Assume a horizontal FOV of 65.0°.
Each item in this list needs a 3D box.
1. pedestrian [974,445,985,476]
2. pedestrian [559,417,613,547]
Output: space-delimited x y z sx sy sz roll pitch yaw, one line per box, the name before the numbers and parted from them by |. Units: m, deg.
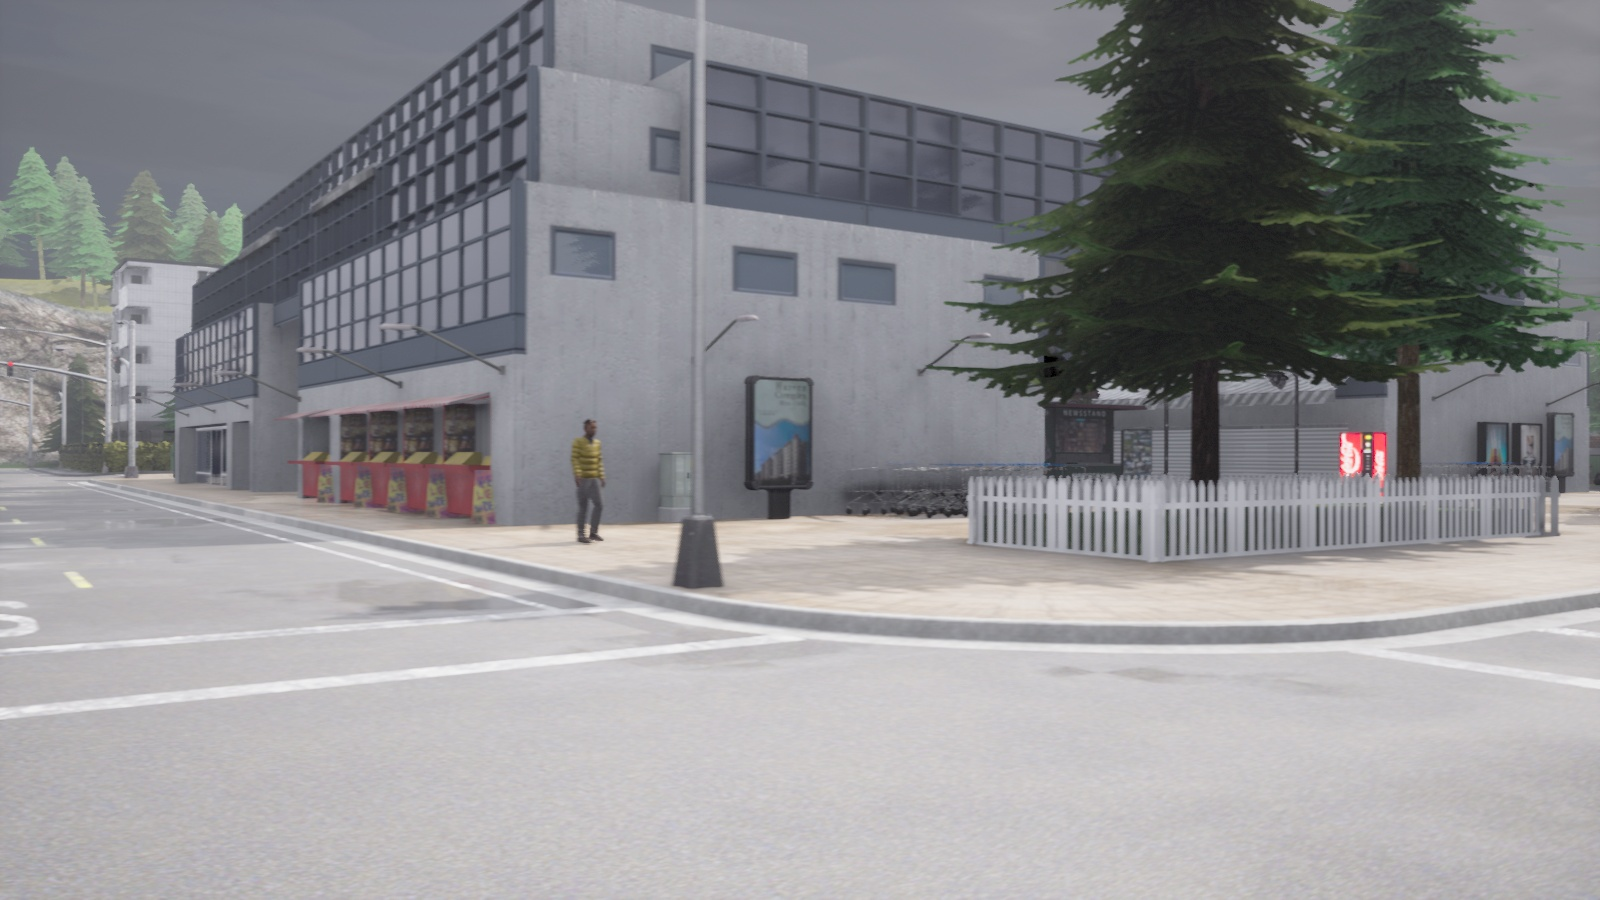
pedestrian | 10.845 0.630 75.929 0.345 1.836 0.594 0 0 -28
pedestrian | -3.109 0.453 18.223 0.709 1.840 0.431 0 0 45
